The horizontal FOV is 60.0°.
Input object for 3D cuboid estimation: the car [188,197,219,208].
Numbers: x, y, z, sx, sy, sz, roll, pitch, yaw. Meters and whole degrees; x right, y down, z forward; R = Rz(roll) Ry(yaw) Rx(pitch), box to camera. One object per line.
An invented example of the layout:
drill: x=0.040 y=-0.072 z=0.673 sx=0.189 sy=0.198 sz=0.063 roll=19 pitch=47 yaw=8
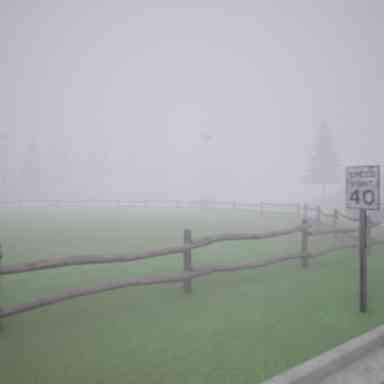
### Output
car: x=1.742 y=1.544 z=50.040 sx=4.892 sy=1.490 sz=1.837 roll=0 pitch=0 yaw=30

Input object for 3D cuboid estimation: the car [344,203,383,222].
car: x=14.729 y=1.583 z=27.147 sx=2.033 sy=1.411 sz=5.357 roll=0 pitch=0 yaw=-9
